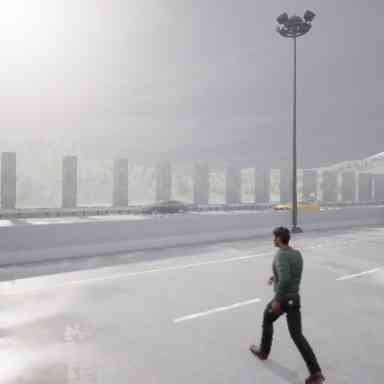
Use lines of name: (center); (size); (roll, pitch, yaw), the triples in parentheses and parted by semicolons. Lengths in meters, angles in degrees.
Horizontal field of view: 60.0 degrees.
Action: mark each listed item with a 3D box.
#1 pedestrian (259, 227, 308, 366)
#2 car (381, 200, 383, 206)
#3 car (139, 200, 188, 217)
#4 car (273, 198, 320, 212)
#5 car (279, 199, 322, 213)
pedestrian: (1.130, 1.294, 4.135); (0.375, 1.860, 0.375); (0, 0, -34)
car: (32.807, 1.526, 54.186); (4.674, 1.442, 1.812); (0, 0, -32)
car: (-2.659, 1.505, 31.720); (4.892, 1.490, 1.837); (0, 0, -34)
car: (9.902, 1.477, 31.525); (5.008, 1.535, 1.882); (0, 0, -32)
car: (12.140, 1.505, 37.071); (4.892, 1.490, 1.837); (0, 0, -32)
